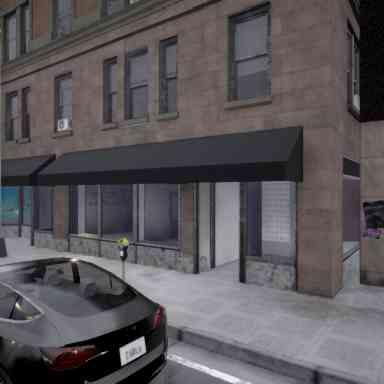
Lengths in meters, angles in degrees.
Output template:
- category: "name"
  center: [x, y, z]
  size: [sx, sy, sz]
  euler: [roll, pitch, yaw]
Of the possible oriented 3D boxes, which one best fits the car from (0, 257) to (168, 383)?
- category: "car"
  center: [-2.260, 1.566, 4.413]
  size: [4.313, 1.339, 1.947]
  euler: [0, 0, 35]
